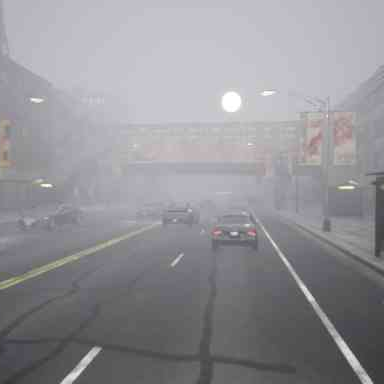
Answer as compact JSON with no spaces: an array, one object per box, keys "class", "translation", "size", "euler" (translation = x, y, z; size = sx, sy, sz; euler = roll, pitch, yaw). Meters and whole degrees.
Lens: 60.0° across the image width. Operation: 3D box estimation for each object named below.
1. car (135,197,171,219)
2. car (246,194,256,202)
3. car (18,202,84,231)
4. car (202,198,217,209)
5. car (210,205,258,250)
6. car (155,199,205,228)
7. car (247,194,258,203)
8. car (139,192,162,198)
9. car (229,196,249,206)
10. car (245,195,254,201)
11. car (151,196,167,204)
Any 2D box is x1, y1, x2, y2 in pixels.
[{"class":"car","translation":[-3.361,1.485,28.254],"size":[1.837,1.490,4.892],"euler":[1,0,8]},{"class":"car","translation":[13.896,1.352,78.257],"size":[2.185,1.767,4.553],"euler":[1,0,8]},{"class":"car","translation":[-8.161,1.388,19.706],"size":[2.128,1.511,4.902],"euler":[1,0,8]},{"class":"car","translation":[1.930,1.444,40.137],"size":[2.128,1.511,4.902],"euler":[1,0,8]},{"class":"car","translation":[1.875,1.541,14.426],"size":[2.033,1.411,5.357],"euler":[1,0,8]},{"class":"car","translation":[-0.638,1.451,21.664],"size":[2.128,1.511,4.902],"euler":[1,0,8]},{"class":"car","translation":[12.366,1.482,67.591],"size":[2.231,1.521,4.892],"euler":[1,0,18]},{"class":"car","translation":[-6.736,1.087,51.457],"size":[2.435,2.045,5.566],"euler":[1,0,8]},{"class":"car","translation":[5.275,1.532,38.784],"size":[2.033,1.411,5.357],"euler":[1,0,8]},{"class":"car","translation":[14.647,1.474,84.640],"size":[2.097,1.535,5.008],"euler":[1,0,8]},{"class":"car","translation":[-5.759,1.450,58.789],"size":[1.895,1.301,4.718],"euler":[1,0,8]}]
